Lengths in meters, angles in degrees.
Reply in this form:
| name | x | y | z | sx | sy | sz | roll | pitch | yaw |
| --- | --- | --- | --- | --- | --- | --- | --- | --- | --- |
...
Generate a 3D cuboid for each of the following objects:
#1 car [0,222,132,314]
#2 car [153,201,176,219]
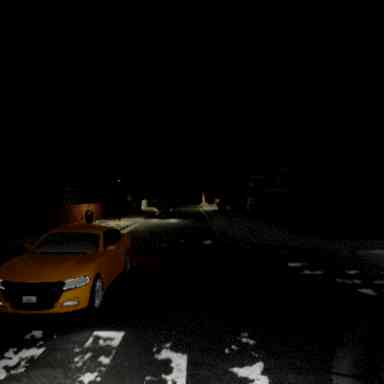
| name | x | y | z | sx | sy | sz | roll | pitch | yaw |
| --- | --- | --- | --- | --- | --- | --- | --- | --- | --- |
| car | -2.748 | 1.572 | 8.126 | 1.882 | 1.535 | 5.008 | 0 | -1 | 0 |
| car | -2.759 | 1.781 | 34.482 | 2.097 | 1.767 | 4.553 | 0 | -1 | 0 |
